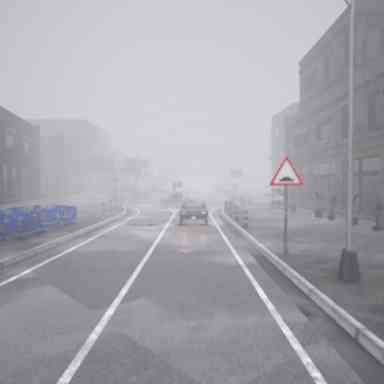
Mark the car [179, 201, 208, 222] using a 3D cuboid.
[{"bbox_3d":[0.141,1.302,23.204,1.895,1.301,4.718,0,1,1],"label":"car"}]

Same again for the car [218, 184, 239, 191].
[{"bbox_3d":[8.195,-0.960,75.114,4.674,1.452,2.002,0,3,-1],"label":"car"}]

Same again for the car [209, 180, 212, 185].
[{"bbox_3d":[7.942,-1.990,94.376,4.792,1.488,2.163,0,3,-1],"label":"car"}]

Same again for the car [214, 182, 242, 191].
[{"bbox_3d":[8.037,-0.843,72.357,5.366,1.575,1.946,0,3,-1],"label":"car"}]

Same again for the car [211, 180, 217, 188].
[{"bbox_3d":[8.158,-1.560,80.600,5.566,2.045,2.435,0,3,-1],"label":"car"}]

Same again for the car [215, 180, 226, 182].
[{"bbox_3d":[8.128,-1.282,77.855,4.553,1.767,2.185,0,3,-1],"label":"car"}]
